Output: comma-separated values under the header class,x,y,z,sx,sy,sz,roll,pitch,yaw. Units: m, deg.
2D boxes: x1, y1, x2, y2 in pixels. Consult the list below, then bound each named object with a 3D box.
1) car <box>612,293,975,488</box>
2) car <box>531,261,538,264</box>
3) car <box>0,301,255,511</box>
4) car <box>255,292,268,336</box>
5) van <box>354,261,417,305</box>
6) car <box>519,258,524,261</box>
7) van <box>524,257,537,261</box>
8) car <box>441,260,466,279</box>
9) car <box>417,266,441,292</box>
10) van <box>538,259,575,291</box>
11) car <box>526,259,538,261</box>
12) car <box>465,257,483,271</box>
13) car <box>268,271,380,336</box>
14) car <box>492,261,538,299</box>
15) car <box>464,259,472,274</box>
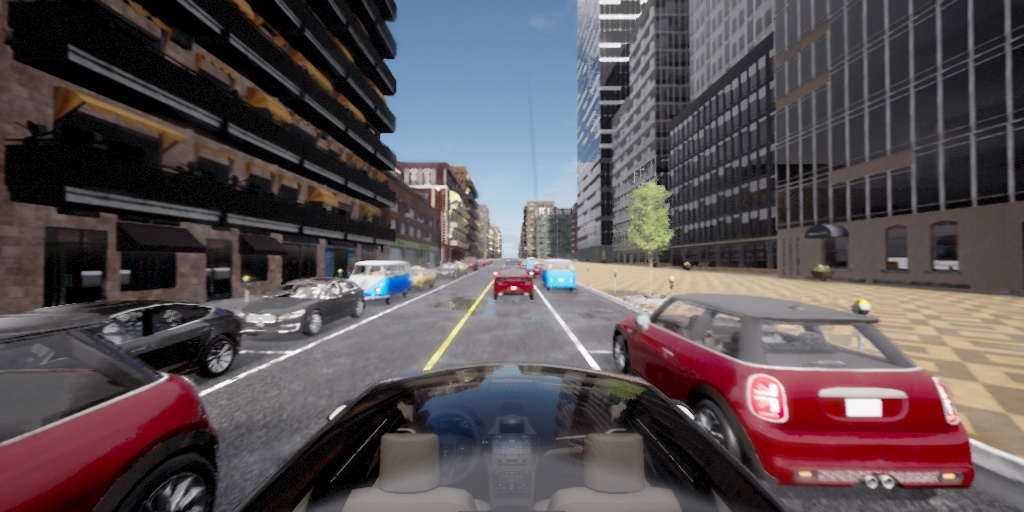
class,x,y,z,sx,sy,sz,roll,pitch,yaw
car,2.691,1.189,4.695,1.967,1.591,4.097,0,0,0
car,2.681,1.333,32.543,1.802,1.307,4.207,0,0,0
car,-3.097,1.103,0.558,2.097,1.767,4.553,0,0,0
car,-5.690,1.318,4.693,1.948,1.339,4.313,0,0,0
van,-5.694,1.094,15.833,1.690,1.789,3.998,0,0,0
car,0.082,1.259,39.050,1.837,1.490,4.892,0,0,0
van,2.674,1.095,49.253,1.690,1.789,3.998,0,0,0
car,-5.700,1.305,32.540,2.007,1.370,4.403,0,0,0
car,-5.696,1.279,21.232,1.751,1.417,4.829,0,0,0
van,2.685,1.091,21.405,1.690,1.789,3.998,0,0,0
car,2.678,1.277,38.282,1.751,1.417,4.829,0,0,0
car,-5.707,1.071,49.250,2.192,1.841,5.009,0,0,0
car,-5.692,1.303,10.262,2.007,1.370,4.403,0,0,0
car,0.081,1.228,18.094,1.882,1.535,5.008,0,0,0
car,-5.702,1.280,37.941,1.751,1.417,4.829,0,0,0
